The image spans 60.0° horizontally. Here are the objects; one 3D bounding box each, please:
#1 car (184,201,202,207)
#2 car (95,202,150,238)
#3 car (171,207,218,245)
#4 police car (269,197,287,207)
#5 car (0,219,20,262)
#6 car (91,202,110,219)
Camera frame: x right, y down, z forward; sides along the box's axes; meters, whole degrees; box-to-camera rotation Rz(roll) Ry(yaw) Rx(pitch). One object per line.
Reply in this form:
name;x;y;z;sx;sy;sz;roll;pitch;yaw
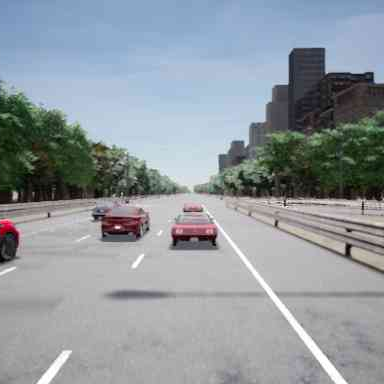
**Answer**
car;0.094;1.585;32.813;1.895;1.301;4.718;0;0;0
car;-3.404;1.470;17.716;1.882;1.535;5.008;0;0;0
car;0.097;1.594;15.429;1.895;1.301;4.718;0;0;0
police car;12.897;1.577;52.021;2.038;1.542;4.974;0;0;-28
car;-6.902;1.218;8.878;2.150;2.045;5.566;0;0;0
car;-6.905;1.534;28.028;2.033;1.411;5.357;0;0;0
